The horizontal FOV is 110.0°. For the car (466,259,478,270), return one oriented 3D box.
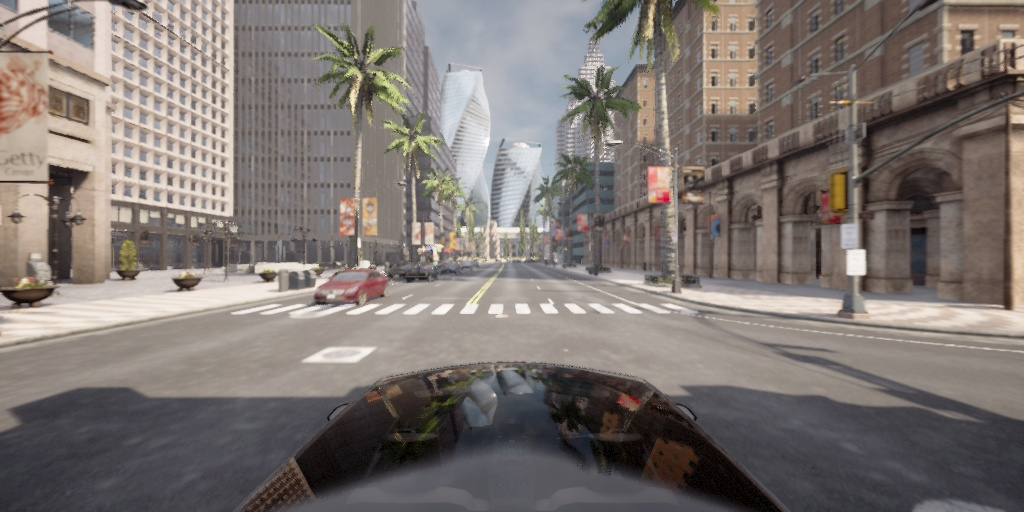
[{"bbox_3d":[-7.048,1.481,56.054,2.033,1.411,5.357,0,0,0],"label":"car"}]

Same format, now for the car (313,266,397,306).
[{"bbox_3d":[-7.004,1.323,16.226,1.812,1.442,4.674,0,0,0],"label":"car"}]

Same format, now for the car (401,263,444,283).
[{"bbox_3d":[-7.098,1.442,28.937,1.895,1.301,4.718,0,0,0],"label":"car"}]

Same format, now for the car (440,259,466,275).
[{"bbox_3d":[-7.005,1.432,41.676,2.033,1.411,5.357,0,0,0],"label":"car"}]
